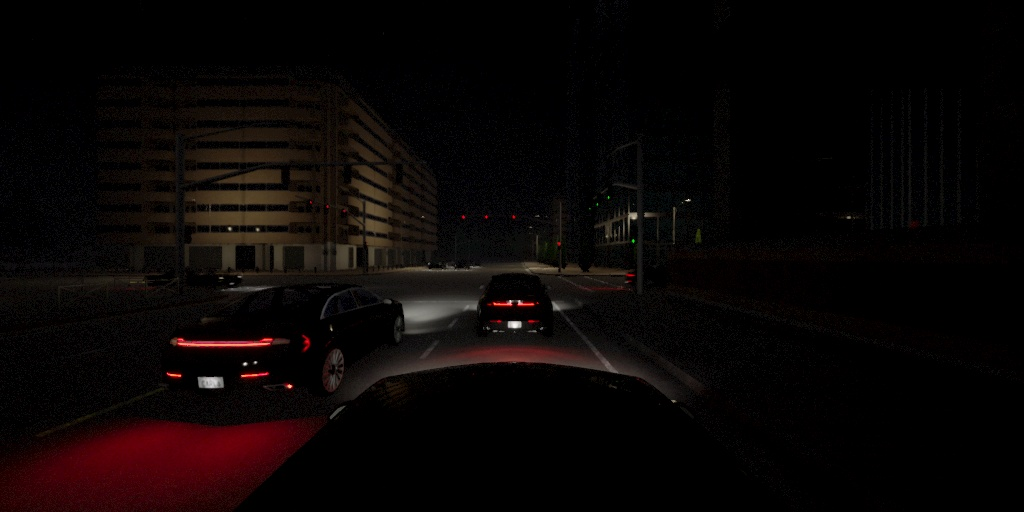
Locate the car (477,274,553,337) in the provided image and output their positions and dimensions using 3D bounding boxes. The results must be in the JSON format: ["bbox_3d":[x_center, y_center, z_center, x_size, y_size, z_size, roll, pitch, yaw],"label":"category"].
[{"bbox_3d":[0.092,1.251,10.253,1.837,1.490,4.892,0,0,1],"label":"car"}]

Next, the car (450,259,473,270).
[{"bbox_3d":[-7.371,1.235,52.952,1.837,1.490,4.892,0,0,1],"label":"car"}]

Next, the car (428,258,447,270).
[{"bbox_3d":[-10.872,1.082,52.553,2.097,1.767,4.553,0,0,1],"label":"car"}]

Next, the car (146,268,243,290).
[{"bbox_3d":[-19.801,1.419,22.512,4.718,1.301,1.895,0,0,0],"label":"car"}]

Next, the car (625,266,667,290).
[{"bbox_3d":[9.605,1.391,22.406,4.892,1.490,1.837,0,0,0],"label":"car"}]

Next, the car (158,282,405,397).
[{"bbox_3d":[-3.441,1.240,6.546,2.128,1.511,4.902,0,0,0],"label":"car"}]
